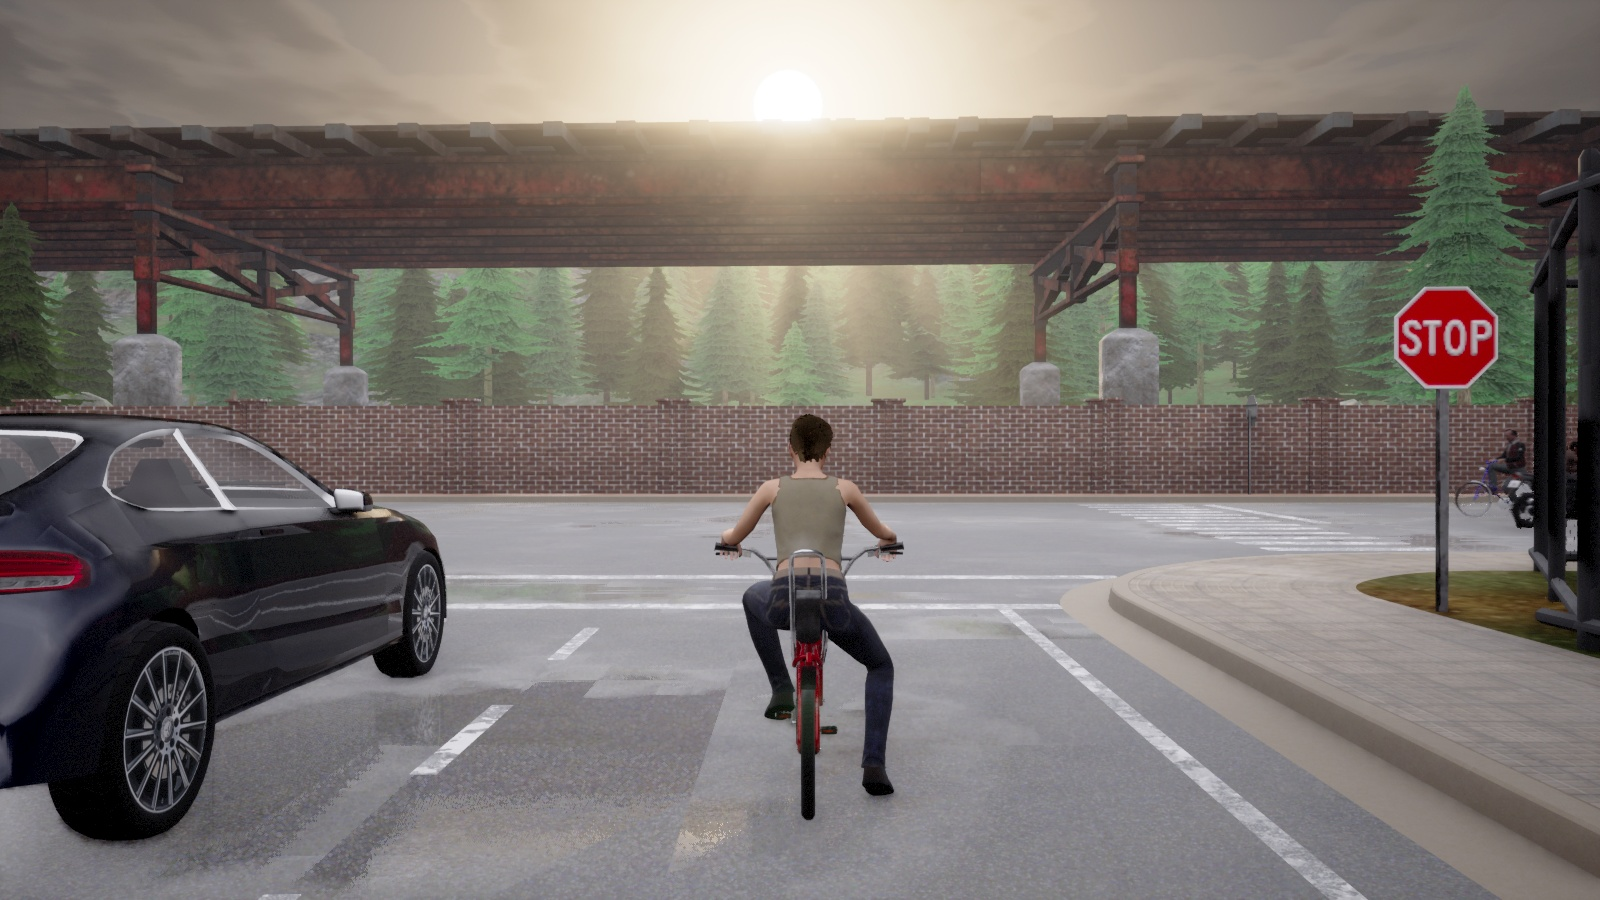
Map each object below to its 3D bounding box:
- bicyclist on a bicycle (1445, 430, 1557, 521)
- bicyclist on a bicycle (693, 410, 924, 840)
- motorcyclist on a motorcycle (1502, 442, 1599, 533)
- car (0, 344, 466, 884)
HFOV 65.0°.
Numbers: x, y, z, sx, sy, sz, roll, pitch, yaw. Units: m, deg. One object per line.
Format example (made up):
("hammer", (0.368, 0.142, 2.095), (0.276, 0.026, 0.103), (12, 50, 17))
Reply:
("bicyclist on a bicycle", (13.887, 0.488, 24.908), (1.843, 1.776, 0.659), (0, 0, 1))
("bicyclist on a bicycle", (0.039, 0.652, 5.464), (0.866, 1.612, 1.509), (0, 0, 1))
("motorcyclist on a motorcycle", (13.222, 0.618, 21.419), (2.044, 1.523, 0.797), (0, 0, 1))
("car", (-3.448, 0.486, 6.353), (2.152, 1.651, 5.027), (0, 0, 0))
